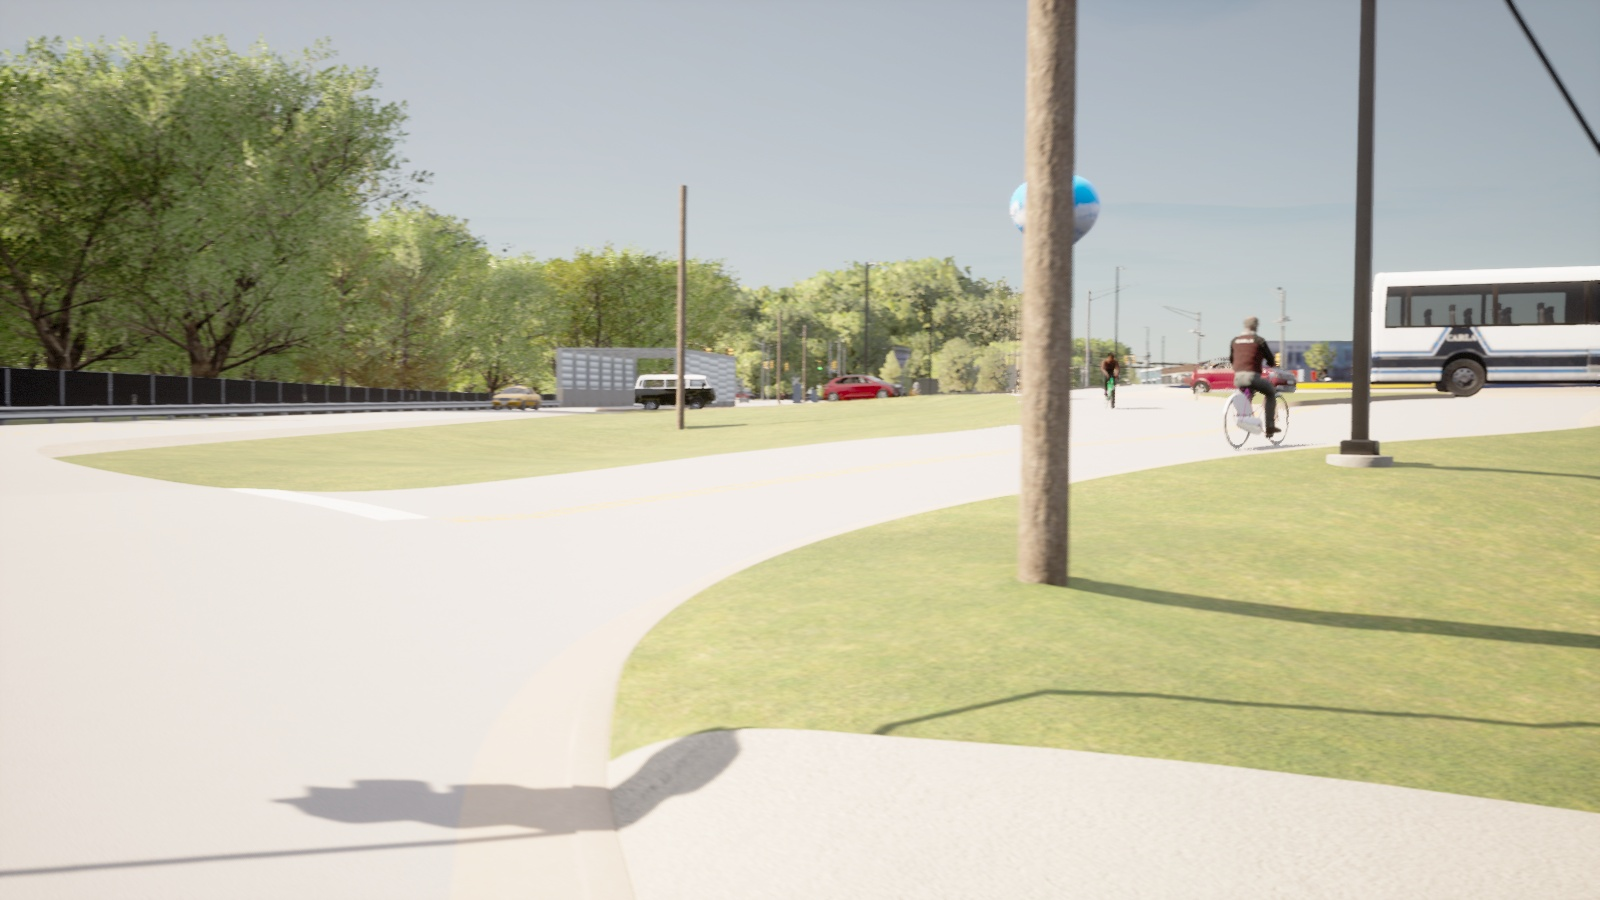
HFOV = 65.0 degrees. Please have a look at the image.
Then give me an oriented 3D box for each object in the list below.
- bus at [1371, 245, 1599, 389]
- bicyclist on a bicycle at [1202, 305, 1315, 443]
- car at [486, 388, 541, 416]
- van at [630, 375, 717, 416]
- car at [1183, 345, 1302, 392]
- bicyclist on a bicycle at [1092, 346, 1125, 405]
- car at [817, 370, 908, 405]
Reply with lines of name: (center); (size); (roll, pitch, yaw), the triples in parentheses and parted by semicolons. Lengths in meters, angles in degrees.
bus: (24.439, -4.266, 41.137); (10.273, 4.253, 3.944); (0, 1, 22)
bicyclist on a bicycle: (6.218, -1.034, 16.964); (1.843, 1.776, 0.659); (-5, 4, -44)
car: (-16.867, -2.845, 74.243); (1.801, 1.575, 5.366); (0, 2, 3)
van: (-6.804, -2.956, 67.926); (4.480, 2.038, 2.069); (-2, 3, -1)
car: (16.163, -2.951, 45.972); (1.789, 1.549, 3.705); (-1, 1, -40)
bicyclist on a bicycle: (8.750, -2.123, 35.657); (0.582, 1.620, 1.656); (-1, 4, 3)
car: (3.213, -3.226, 64.569); (4.193, 1.474, 1.816); (-3, 2, 25)
